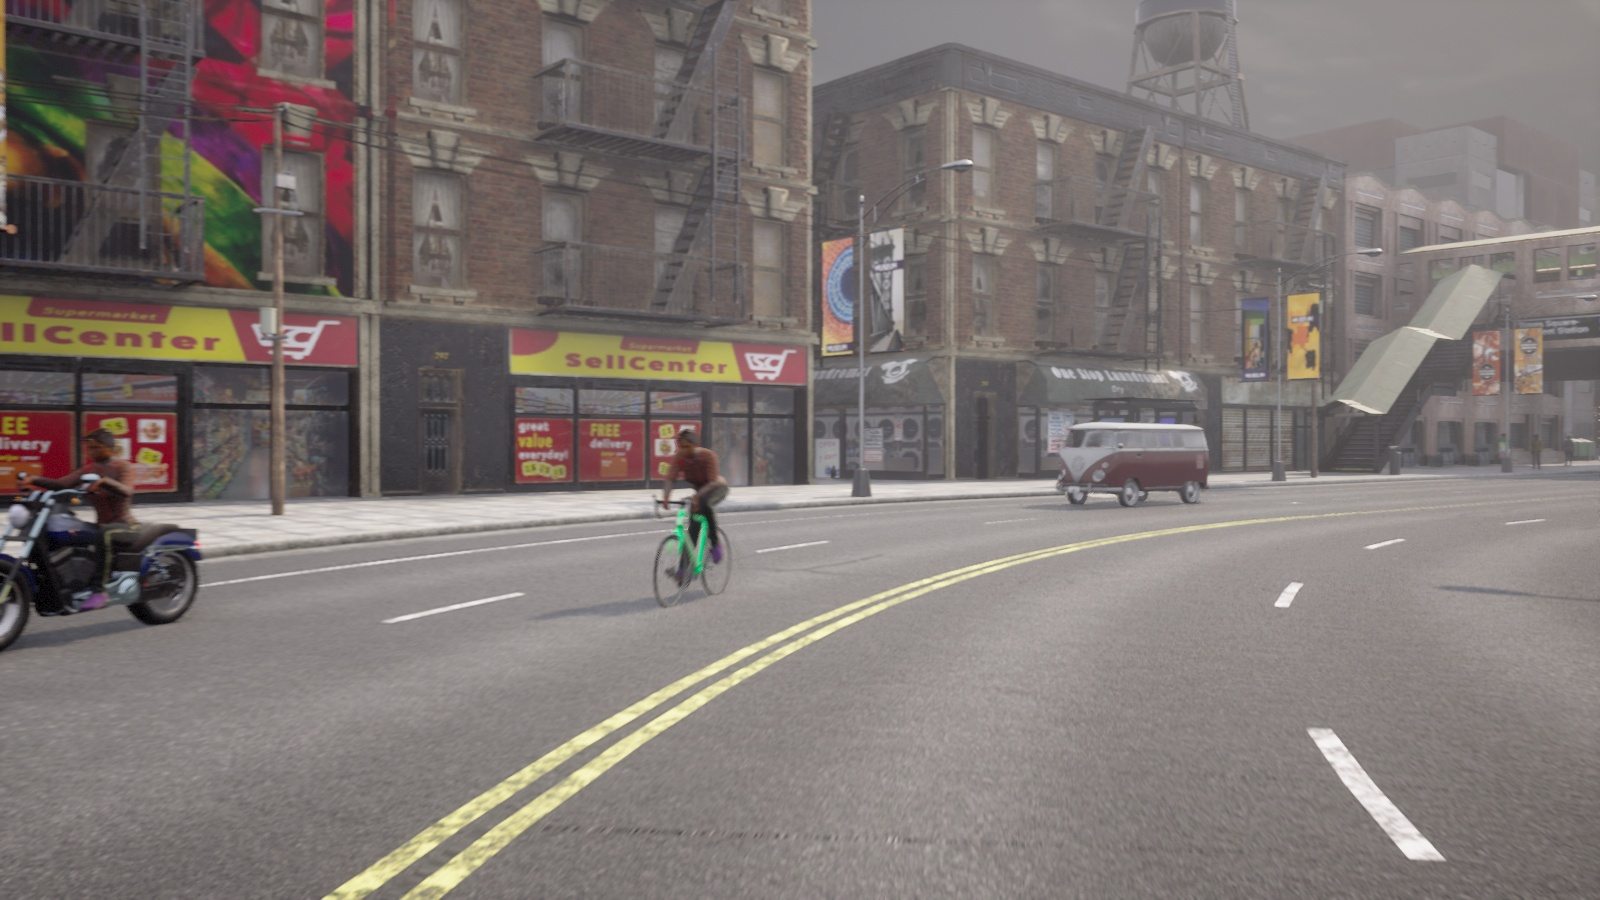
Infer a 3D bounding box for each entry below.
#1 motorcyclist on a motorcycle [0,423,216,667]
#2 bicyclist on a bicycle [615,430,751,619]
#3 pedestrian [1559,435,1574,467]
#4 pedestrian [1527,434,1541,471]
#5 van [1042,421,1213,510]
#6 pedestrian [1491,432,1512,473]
[{"bbox_3d":[-5.530,0.633,9.376,0.766,1.649,2.350,0,1,16],"label":"motorcyclist on a motorcycle"},{"bbox_3d":[-1.054,0.631,11.683,0.582,1.620,1.656,1,1,21],"label":"bicyclist on a bicycle"},{"bbox_3d":[44.859,0.073,73.516,0.694,1.848,0.540,0,0,-40],"label":"pedestrian"},{"bbox_3d":[36.488,0.119,62.451,0.709,1.840,0.431,0,0,-44],"label":"pedestrian"},{"bbox_3d":[7.953,0.343,30.312,4.442,1.987,1.775,0,0,-41],"label":"van"},{"bbox_3d":[33.995,0.124,60.857,0.873,1.952,0.659,0,0,-42],"label":"pedestrian"}]
